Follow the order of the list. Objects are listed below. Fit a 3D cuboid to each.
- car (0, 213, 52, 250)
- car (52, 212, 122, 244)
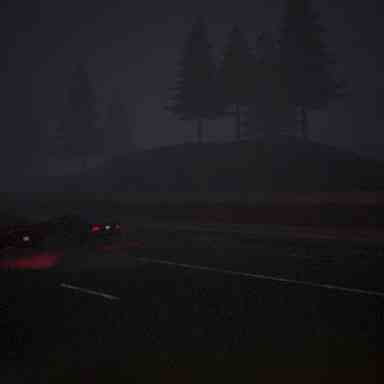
[{"bbox_3d":[-8.290,1.623,13.989,5.008,1.535,1.882,0,0,35],"label":"car"},{"bbox_3d":[-5.898,1.689,16.585,5.357,1.411,2.033,-1,0,35],"label":"car"}]
